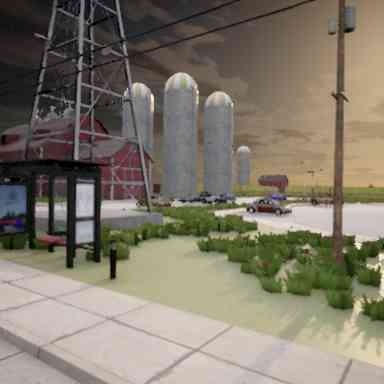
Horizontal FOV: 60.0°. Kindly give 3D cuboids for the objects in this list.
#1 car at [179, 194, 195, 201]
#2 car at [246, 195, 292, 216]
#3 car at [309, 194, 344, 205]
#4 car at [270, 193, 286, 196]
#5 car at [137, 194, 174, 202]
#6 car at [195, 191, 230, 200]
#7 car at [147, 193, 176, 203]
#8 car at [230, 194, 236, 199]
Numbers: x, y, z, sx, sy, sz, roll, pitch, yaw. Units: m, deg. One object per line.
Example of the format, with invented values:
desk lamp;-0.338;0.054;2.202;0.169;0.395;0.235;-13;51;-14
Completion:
car;0.236;0.993;50.979;2.033;1.411;5.357;1;1;35
car;6.927;1.300;30.001;3.905;1.438;1.784;1;1;35
car;19.619;1.081;48.556;4.605;1.855;1.932;1;1;35
car;16.740;0.997;67.631;4.611;1.667;2.242;1;1;35
car;-4.314;1.042;36.366;4.193;1.474;1.816;1;1;35
car;2.921;0.836;47.757;3.866;1.878;1.905;1;1;35
car;-4.571;0.943;50.369;1.994;1.385;4.181;1;1;35
car;6.229;0.947;59.777;1.837;1.490;4.892;1;1;34
